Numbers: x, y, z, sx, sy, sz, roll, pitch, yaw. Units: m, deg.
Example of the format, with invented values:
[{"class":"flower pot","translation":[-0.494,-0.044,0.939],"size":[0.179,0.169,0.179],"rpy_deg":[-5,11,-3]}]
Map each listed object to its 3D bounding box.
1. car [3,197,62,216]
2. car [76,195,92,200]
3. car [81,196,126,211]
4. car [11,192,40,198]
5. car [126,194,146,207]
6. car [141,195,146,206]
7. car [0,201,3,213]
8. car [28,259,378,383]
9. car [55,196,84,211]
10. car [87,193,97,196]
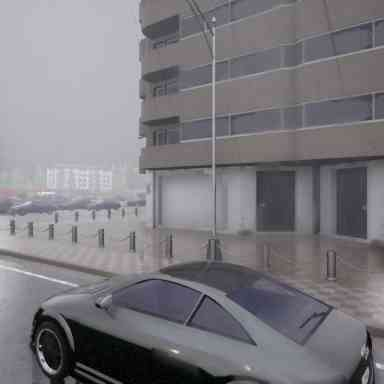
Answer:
[{"class":"car","translation":[-16.007,1.581,33.572],"size":[1.812,1.442,4.674],"rpy_deg":[0,0,35]},{"class":"car","translation":[-29.125,1.451,89.800],"size":[1.970,1.475,3.806],"rpy_deg":[0,0,35]},{"class":"car","translation":[-10.839,1.581,41.018],"size":[1.812,1.442,4.674],"rpy_deg":[0,0,35]},{"class":"car","translation":[-36.801,1.209,73.771],"size":[1.932,1.855,4.605],"rpy_deg":[0,0,35]},{"class":"car","translation":[-7.902,1.533,51.363],"size":[1.882,1.535,5.008],"rpy_deg":[0,0,35]},{"class":"car","translation":[-4.897,1.560,49.550],"size":[1.837,1.490,4.892],"rpy_deg":[0,0,35]},{"class":"car","translation":[-20.075,1.603,33.889],"size":[2.033,1.411,5.357],"rpy_deg":[0,0,35]},{"class":"car","translation":[-0.122,1.564,4.068],"size":[4.181,1.385,1.994],"rpy_deg":[0,0,35]},{"class":"car","translation":[-14.323,1.603,42.157],"size":[2.033,1.411,5.357],"rpy_deg":[0,0,35]},{"class":"car","translation":[-26.761,1.211,88.129],"size":[1.905,1.878,3.866],"rpy_deg":[0,0,35]}]
